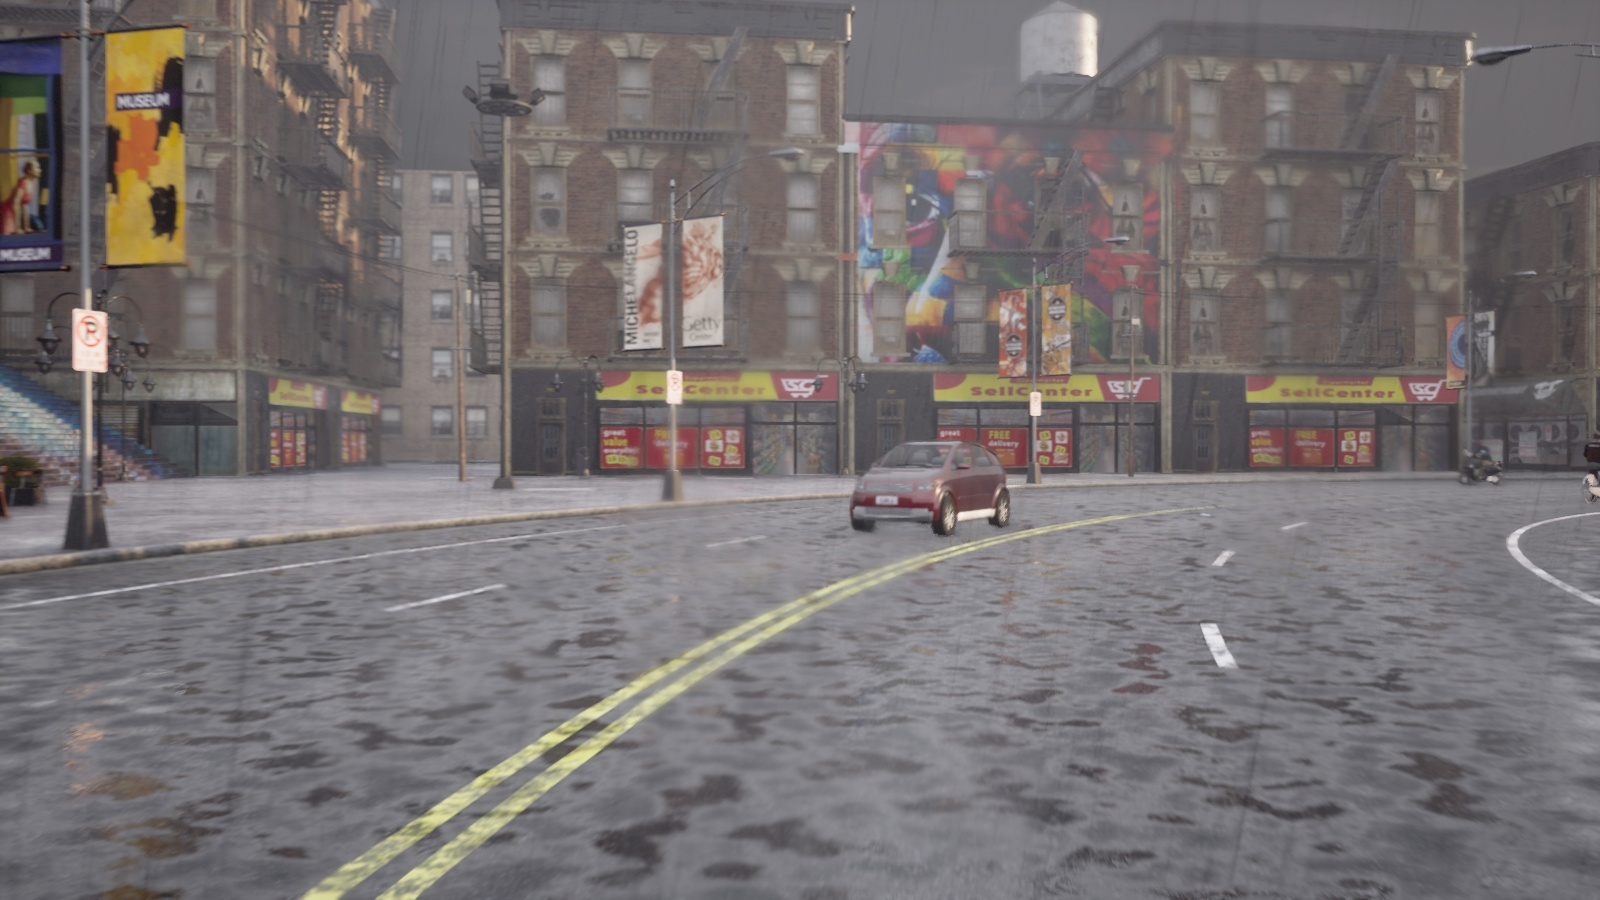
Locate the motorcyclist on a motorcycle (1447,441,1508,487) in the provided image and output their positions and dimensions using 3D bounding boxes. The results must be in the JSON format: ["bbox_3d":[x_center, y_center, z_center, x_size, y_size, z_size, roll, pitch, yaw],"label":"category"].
[{"bbox_3d":[23.869,0.491,44.256,1.817,1.590,0.866,0,1,-17],"label":"motorcyclist on a motorcycle"}]

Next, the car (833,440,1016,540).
[{"bbox_3d":[2.209,0.608,21.434,1.789,1.549,3.705,0,0,29],"label":"car"}]

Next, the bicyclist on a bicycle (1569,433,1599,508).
[{"bbox_3d":[19.603,0.477,30.700,1.843,1.776,0.659,0,1,-34],"label":"bicyclist on a bicycle"}]
